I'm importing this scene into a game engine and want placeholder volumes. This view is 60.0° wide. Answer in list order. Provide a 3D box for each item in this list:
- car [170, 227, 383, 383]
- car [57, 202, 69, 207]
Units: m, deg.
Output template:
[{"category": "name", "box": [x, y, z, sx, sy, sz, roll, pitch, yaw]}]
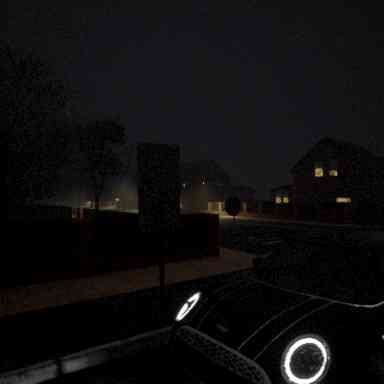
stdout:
[{"category": "car", "box": [1.934, 1.350, 4.414, 4.553, 1.767, 2.097, 0, 0, -37]}, {"category": "car", "box": [-33.669, 3.225, 87.169, 1.895, 1.301, 4.718, -1, -1, -31]}]
